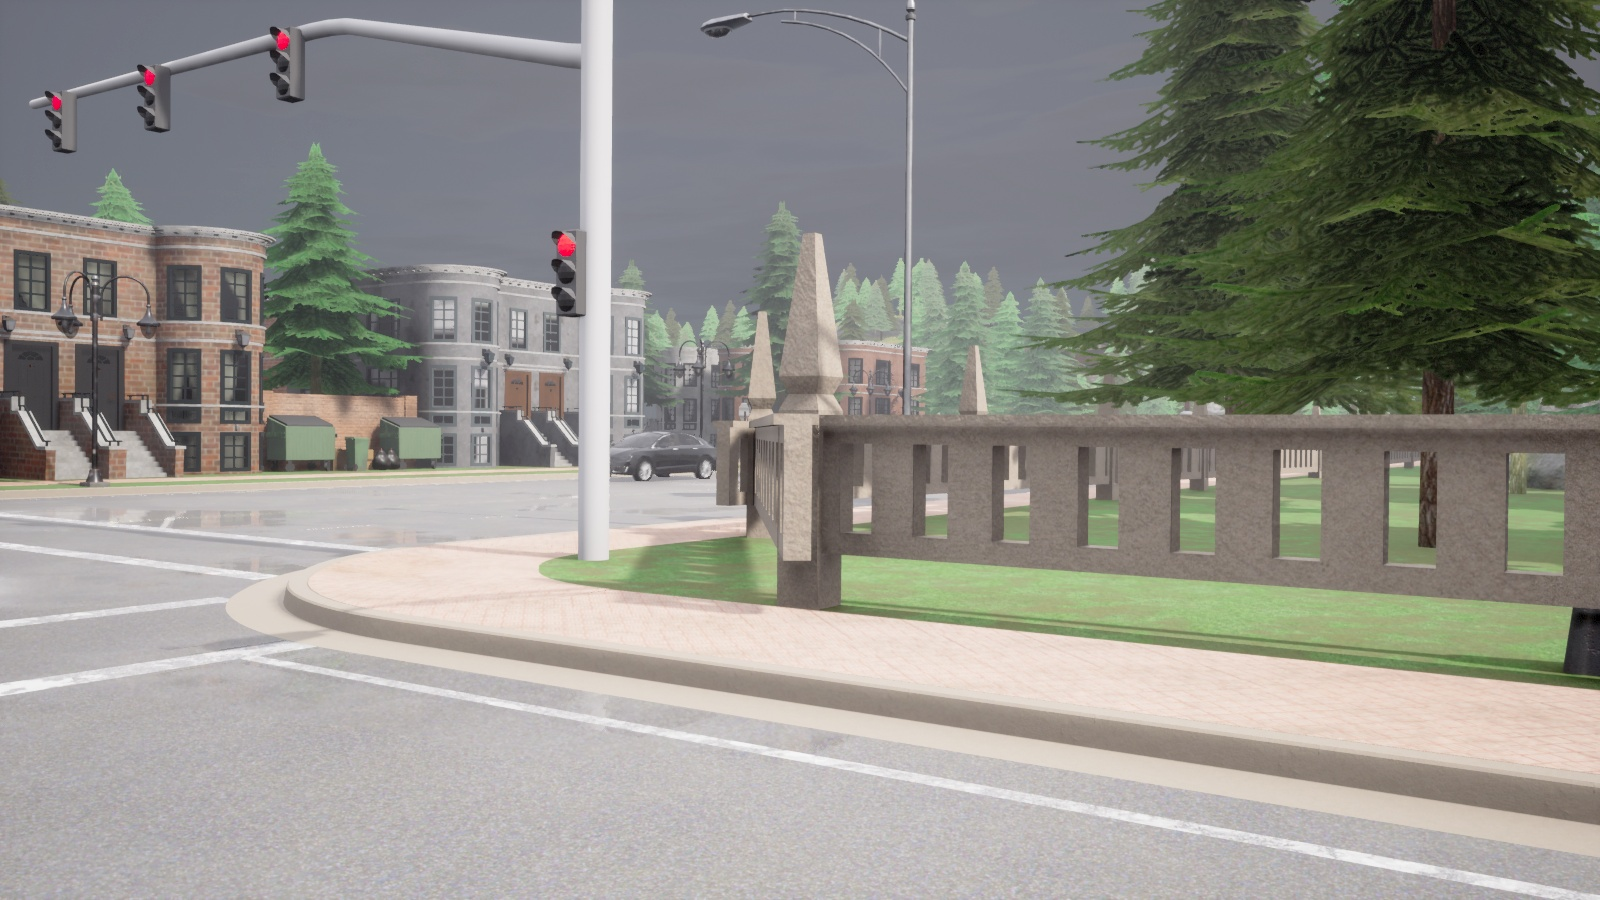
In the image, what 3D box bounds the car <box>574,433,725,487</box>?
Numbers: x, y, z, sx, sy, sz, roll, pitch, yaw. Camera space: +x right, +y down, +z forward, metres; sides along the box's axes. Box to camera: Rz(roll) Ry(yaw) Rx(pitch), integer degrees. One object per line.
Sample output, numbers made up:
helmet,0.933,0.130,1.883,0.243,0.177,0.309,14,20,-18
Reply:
car,-4.487,0.255,38.206,1.837,1.490,4.892,0,1,34
